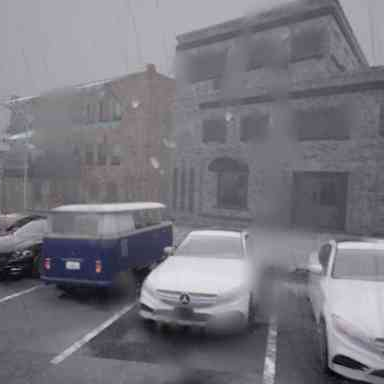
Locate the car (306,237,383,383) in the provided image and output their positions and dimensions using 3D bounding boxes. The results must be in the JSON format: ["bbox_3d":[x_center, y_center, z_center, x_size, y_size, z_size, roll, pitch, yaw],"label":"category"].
[{"bbox_3d":[2.900,1.516,5.389,2.002,1.452,4.674,0,-1,15],"label":"car"}]

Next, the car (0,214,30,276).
[{"bbox_3d":[-4.279,1.517,10.493,2.097,1.535,5.008,0,-1,15],"label":"car"}]

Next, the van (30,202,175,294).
[{"bbox_3d":[-1.860,1.274,8.905,1.878,1.987,4.442,0,-1,15],"label":"van"}]

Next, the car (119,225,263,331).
[{"bbox_3d":[0.506,1.524,7.093,2.002,1.452,4.674,0,-1,15],"label":"car"}]
